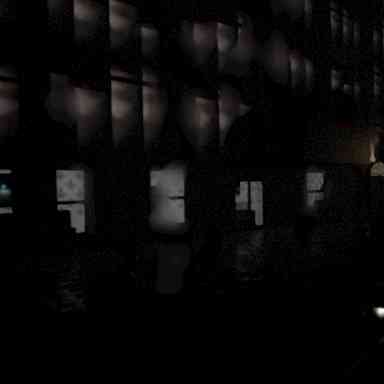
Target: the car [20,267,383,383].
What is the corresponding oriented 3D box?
[{"bbox_3d":[0.311,1.531,2.654,4.313,1.339,1.947,-1,0,-35],"label":"car"}]
